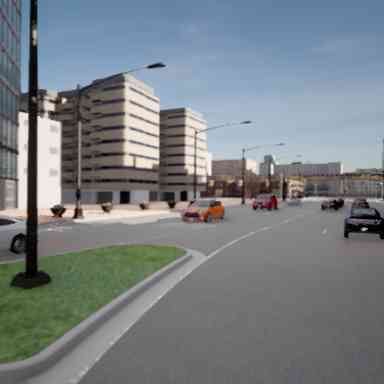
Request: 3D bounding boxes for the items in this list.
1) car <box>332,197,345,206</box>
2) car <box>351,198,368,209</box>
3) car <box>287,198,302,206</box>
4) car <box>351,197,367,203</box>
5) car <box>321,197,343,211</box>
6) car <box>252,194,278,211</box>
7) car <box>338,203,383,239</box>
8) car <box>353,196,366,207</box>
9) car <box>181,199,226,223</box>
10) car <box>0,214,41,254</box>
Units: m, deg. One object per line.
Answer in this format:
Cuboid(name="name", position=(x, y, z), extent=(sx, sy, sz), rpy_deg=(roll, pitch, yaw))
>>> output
Cuboid(name="car", position=(27.372, 1.773, 62.100), extent=(1.837, 1.490, 4.892), rpy_deg=(0, 0, 27))
Cuboid(name="car", position=(25.803, 1.743, 51.247), extent=(2.128, 1.511, 4.902), rpy_deg=(0, 0, 27))
Cuboid(name="car", position=(18.479, 1.827, 60.029), extent=(1.895, 1.301, 4.718), rpy_deg=(0, 0, 27))
Cuboid(name="car", position=(21.145, 1.711, 41.943), extent=(1.837, 1.490, 4.892), rpy_deg=(0, 0, 27))
Cuboid(name="car", position=(18.225, 1.675, 43.905), extent=(2.128, 1.511, 4.902), rpy_deg=(0, 0, 27))
Cuboid(name="car", position=(9.332, 1.327, 42.143), extent=(2.150, 2.045, 5.566), rpy_deg=(0, 0, 27))
Cuboid(name="car", position=(9.290, 1.582, 18.090), extent=(2.128, 1.511, 4.902), rpy_deg=(0, 0, 25))
Cuboid(name="car", position=(30.483, 1.667, 60.493), extent=(2.097, 1.767, 4.553), rpy_deg=(0, 0, 27))
Cuboid(name="car", position=(0.946, 1.377, 25.601), extent=(2.097, 1.767, 4.553), rpy_deg=(0, 0, 27))
Cuboid(name="car", position=(-7.493, 1.472, 11.185), extent=(1.812, 1.442, 4.674), rpy_deg=(0, 1, 34))
